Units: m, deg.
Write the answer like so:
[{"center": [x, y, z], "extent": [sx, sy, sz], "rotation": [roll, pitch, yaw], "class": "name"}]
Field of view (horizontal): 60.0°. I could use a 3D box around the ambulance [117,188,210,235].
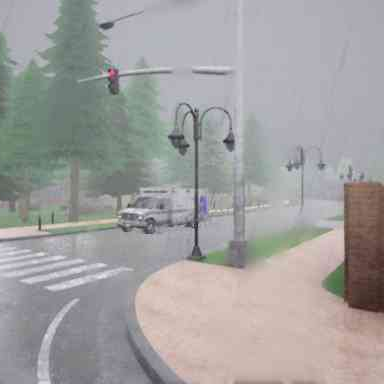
[{"center": [-1.485, 0.999, 19.543], "extent": [2.351, 2.431, 6.366], "rotation": [0, 0, 34], "class": "ambulance"}]
